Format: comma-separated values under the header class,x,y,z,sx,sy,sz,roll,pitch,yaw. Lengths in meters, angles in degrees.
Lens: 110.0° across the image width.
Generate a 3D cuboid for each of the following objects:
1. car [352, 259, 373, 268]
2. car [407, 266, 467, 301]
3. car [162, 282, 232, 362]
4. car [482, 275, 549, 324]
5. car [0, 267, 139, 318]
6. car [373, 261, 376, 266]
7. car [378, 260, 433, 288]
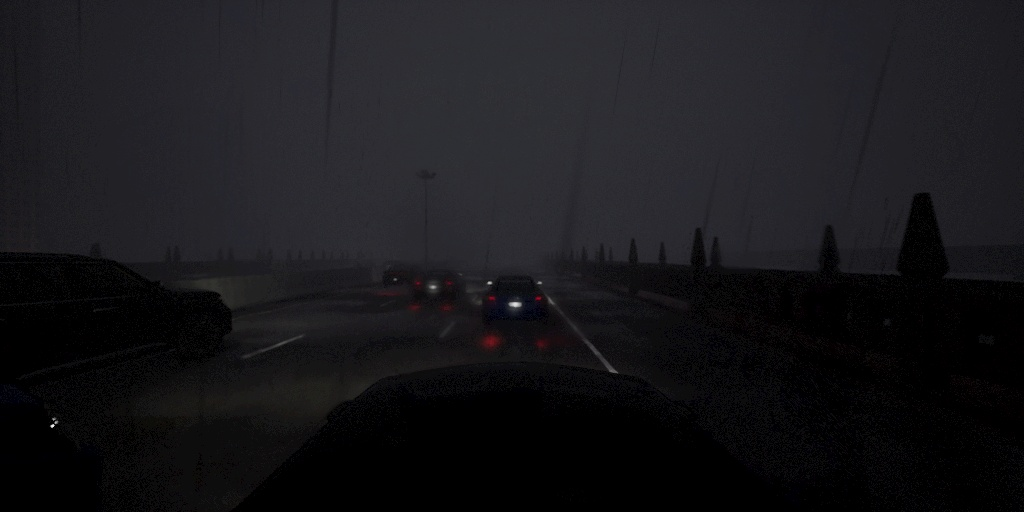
class,x,y,z,sx,sy,sz,roll,pitch,yaw
car,-21.065,1.232,51.234,1.882,1.535,5.008,0,0,0
car,-3.398,1.315,17.460,1.994,1.385,4.181,0,0,0
car,-6.899,0.972,5.062,2.150,2.045,5.566,0,0,0
car,0.101,1.315,11.926,1.994,1.385,4.181,0,0,0
car,-17.598,1.242,13.451,2.128,1.511,4.902,0,0,0
car,-14.086,1.231,41.917,1.882,1.535,5.008,0,0,0
car,-6.898,1.230,23.663,1.882,1.535,5.008,0,0,0
